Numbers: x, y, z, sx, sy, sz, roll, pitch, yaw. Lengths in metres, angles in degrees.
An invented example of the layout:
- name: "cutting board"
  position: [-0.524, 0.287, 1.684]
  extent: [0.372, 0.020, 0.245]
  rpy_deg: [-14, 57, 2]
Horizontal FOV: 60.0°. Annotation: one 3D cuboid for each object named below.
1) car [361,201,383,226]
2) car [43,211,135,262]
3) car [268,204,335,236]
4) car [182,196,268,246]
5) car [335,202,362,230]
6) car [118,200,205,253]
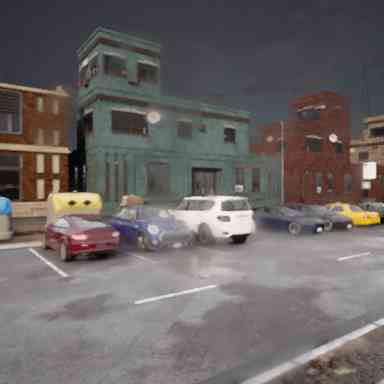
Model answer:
- name: "car"
  position: [9.464, 1.447, 22.097]
  extent: [1.946, 1.575, 5.366]
  rpy_deg: [0, 0, -35]
- name: "car"
  position: [-4.132, 1.516, 12.226]
  extent: [2.002, 1.452, 4.674]
  rpy_deg: [0, 0, -35]
- name: "car"
  position: [5.054, 1.484, 18.707]
  extent: [2.163, 1.488, 4.792]
  rpy_deg: [0, 0, -35]
- name: "car"
  position: [0.485, 1.212, 15.538]
  extent: [2.435, 2.045, 5.566]
  rpy_deg: [0, 0, -35]
- name: "car"
  position: [7.320, 1.482, 20.314]
  extent: [2.163, 1.488, 4.792]
  rpy_deg: [0, 0, -35]
- name: "car"
  position: [-1.812, 1.344, 13.914]
  extent: [2.185, 1.767, 4.553]
  rpy_deg: [0, 0, -35]
